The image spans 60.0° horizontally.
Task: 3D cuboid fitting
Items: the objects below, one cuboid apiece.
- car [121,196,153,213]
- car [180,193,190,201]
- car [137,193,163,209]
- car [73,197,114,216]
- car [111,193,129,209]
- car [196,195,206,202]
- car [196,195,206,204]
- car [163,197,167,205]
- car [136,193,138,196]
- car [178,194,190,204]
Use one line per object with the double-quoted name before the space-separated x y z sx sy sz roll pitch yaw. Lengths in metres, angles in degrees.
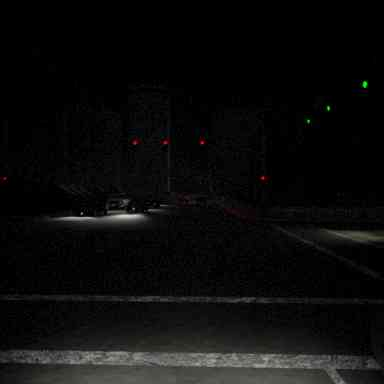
"car" -6.046 1.491 37.249 2.128 1.511 4.902 0 0 1
"car" -1.505 1.182 74.644 2.097 1.767 4.553 0 0 1
"car" -5.803 1.221 46.820 2.150 2.045 5.566 0 0 1
"car" -9.734 1.547 32.554 2.033 1.411 5.357 0 0 4
"car" -9.403 1.219 42.931 2.150 2.045 5.566 0 0 2
"car" 1.995 1.352 74.586 2.128 1.511 4.902 0 0 1
"car" 1.763 1.505 65.370 1.837 1.490 4.892 0 0 1
"car" -5.468 1.547 59.362 2.033 1.411 5.357 0 0 2
"car" -8.983 1.216 59.150 2.150 2.045 5.566 0 1 1
"car" -1.720 1.564 66.084 1.994 1.385 4.181 0 0 1
